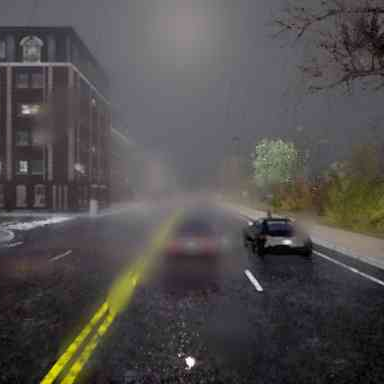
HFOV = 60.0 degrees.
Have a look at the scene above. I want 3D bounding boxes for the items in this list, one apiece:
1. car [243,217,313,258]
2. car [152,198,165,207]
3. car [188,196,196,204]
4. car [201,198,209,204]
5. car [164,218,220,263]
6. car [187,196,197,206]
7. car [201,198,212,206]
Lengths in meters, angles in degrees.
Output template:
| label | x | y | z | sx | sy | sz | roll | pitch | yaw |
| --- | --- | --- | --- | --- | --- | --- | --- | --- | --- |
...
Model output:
| label | x | y | z | sx | sy | sz | roll | pitch | yaw |
| --- | --- | --- | --- | --- | --- | --- | --- | --- | --- |
| car | 3.265 | 1.702 | 13.358 | 1.994 | 1.385 | 4.181 | 0 | 0 | 0 |
| car | -6.528 | 2.029 | 65.311 | 2.097 | 1.767 | 4.553 | 0 | -1 | 0 |
| car | -0.007 | 1.922 | 82.991 | 2.150 | 2.045 | 5.566 | 0 | -1 | 0 |
| car | 3.243 | 2.221 | 82.957 | 1.812 | 1.442 | 4.674 | 0 | -1 | 0 |
| car | 0.006 | 1.676 | 12.502 | 2.033 | 1.411 | 5.357 | 0 | -1 | 0 |
| car | -0.006 | 2.110 | 72.923 | 2.097 | 1.767 | 4.553 | 0 | -1 | 0 |
| car | 3.244 | 2.308 | 72.952 | 1.994 | 1.385 | 4.181 | 0 | -1 | 0 |
